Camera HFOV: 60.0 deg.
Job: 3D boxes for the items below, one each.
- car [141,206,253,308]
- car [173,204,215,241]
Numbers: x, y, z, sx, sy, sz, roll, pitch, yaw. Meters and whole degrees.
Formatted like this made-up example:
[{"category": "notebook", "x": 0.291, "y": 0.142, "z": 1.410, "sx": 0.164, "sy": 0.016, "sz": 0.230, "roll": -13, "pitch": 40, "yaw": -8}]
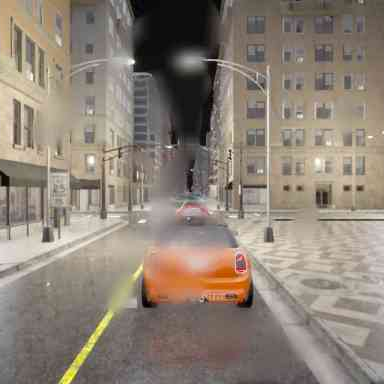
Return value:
[{"category": "car", "x": 0.094, "y": 1.352, "z": 8.091, "sx": 2.097, "sy": 1.767, "sz": 4.553, "roll": 0, "pitch": 0, "yaw": 0}, {"category": "car", "x": 0.094, "y": 1.477, "z": 17.691, "sx": 1.882, "sy": 1.535, "sz": 5.008, "roll": 0, "pitch": 0, "yaw": 0}]
